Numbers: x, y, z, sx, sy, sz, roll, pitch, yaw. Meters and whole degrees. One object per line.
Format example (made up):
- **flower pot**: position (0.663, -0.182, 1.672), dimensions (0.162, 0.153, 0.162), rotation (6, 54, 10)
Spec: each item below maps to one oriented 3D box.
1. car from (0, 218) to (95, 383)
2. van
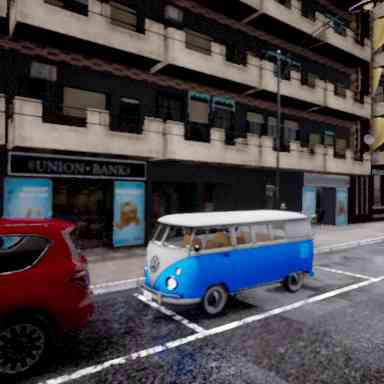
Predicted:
- **car**: position (-3.691, 1.318, 3.909), dimensions (5.009, 1.841, 2.192), rotation (0, 1, -35)
- **van**: position (0.917, 1.326, 7.196), dimensions (3.998, 1.788, 1.690), rotation (0, 1, -35)
